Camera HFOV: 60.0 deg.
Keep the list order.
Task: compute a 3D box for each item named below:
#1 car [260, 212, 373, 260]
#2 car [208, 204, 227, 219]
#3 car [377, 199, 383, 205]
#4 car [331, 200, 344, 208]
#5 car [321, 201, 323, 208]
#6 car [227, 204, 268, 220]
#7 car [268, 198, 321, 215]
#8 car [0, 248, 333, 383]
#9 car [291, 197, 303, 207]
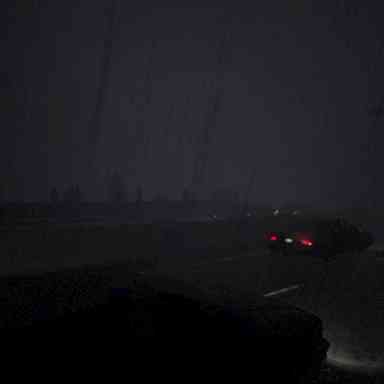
[{"bbox_3d":[5.043,1.684,12.701,5.357,1.411,2.033,1,-1,-43],"label":"car"},{"bbox_3d":[3.780,1.819,31.975,2.033,1.411,5.357,0,-1,39],"label":"car"},{"bbox_3d":[44.118,2.285,75.849,1.837,1.490,4.892,0,0,5],"label":"car"},{"bbox_3d":[27.381,2.251,62.751,1.994,1.385,4.181,0,0,17],"label":"car"},{"bbox_3d":[24.141,2.204,64.133,1.812,1.442,4.674,0,0,17],"label":"car"},{"bbox_3d":[5.542,1.808,28.627,2.033,1.411,5.357,0,-1,40],"label":"car"},{"bbox_3d":[8.268,1.619,26.548,2.097,1.767,4.553,0,-1,39],"label":"car"},{"bbox_3d":[-0.883,1.563,3.240,5.357,1.411,2.033,1,-1,-37],"label":"car"},{"bbox_3d":[21.709,2.051,69.127,2.097,1.767,4.553,0,0,14],"label":"car"}]
